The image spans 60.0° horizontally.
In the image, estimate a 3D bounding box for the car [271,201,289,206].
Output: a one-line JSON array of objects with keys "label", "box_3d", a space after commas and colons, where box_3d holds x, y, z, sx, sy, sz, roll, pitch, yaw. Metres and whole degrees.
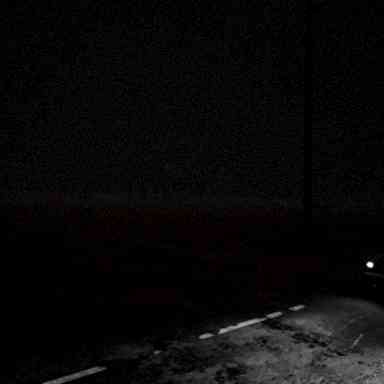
[{"label": "car", "box_3d": [23.180, 3.130, 88.092, 1.895, 1.301, 4.718, 4, -2, -34]}]

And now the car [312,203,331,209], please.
[{"label": "car", "box_3d": [28.834, 3.056, 74.823, 1.895, 1.301, 4.718, 4, -2, -21]}]

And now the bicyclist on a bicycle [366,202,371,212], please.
[{"label": "bicyclist on a bicycle", "box_3d": [32.249, 2.704, 60.849, 0.659, 1.776, 1.843, 3, -1, -5]}]

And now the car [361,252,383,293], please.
[{"label": "car", "box_3d": [5.975, 1.682, 8.042, 4.718, 1.301, 1.895, 1, 0, -40]}]
